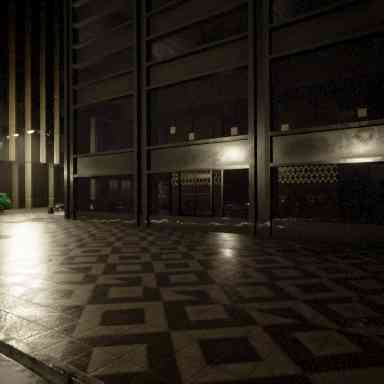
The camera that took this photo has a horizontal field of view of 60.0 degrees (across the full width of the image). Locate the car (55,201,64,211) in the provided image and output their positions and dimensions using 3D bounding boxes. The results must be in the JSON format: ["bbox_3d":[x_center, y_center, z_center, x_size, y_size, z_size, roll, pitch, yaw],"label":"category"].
[{"bbox_3d":[-13.404,1.326,38.607,1.882,1.535,5.008,0,0,35],"label":"car"}]

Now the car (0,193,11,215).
[{"bbox_3d":[-19.425,1.113,30.076,2.150,2.045,5.566,0,0,37],"label":"car"}]
